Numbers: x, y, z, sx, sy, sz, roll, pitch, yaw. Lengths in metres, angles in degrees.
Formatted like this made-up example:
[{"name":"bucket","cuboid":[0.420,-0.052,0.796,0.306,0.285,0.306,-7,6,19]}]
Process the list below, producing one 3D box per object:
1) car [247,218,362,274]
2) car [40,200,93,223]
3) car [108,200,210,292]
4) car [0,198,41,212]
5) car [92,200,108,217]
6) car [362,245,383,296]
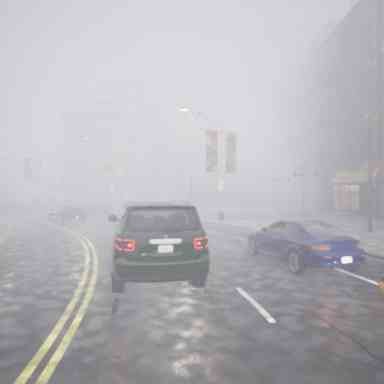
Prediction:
[{"name":"car","cuboid":[3.351,1.538,10.589,1.812,1.442,4.674,0,0,-14]},{"name":"car","cuboid":[-9.788,1.534,25.698,1.837,1.490,4.892,1,-1,-41]},{"name":"car","cuboid":[-1.113,1.232,9.261,2.150,2.045,5.566,0,0,-13]},{"name":"car","cuboid":[-20.385,1.591,38.515,5.357,1.411,2.033,0,0,27]},{"name":"car","cuboid":[-9.439,1.525,30.595,4.902,1.511,2.128,0,0,42]},{"name":"car","cuboid":[4.433,1.461,3.830,1.801,1.575,5.366,0,0,-4]}]
